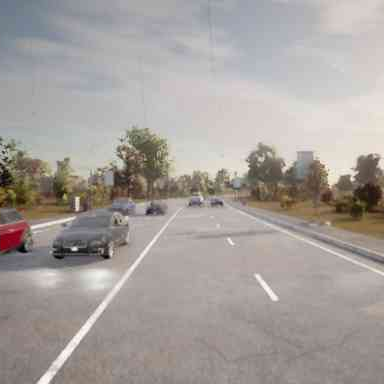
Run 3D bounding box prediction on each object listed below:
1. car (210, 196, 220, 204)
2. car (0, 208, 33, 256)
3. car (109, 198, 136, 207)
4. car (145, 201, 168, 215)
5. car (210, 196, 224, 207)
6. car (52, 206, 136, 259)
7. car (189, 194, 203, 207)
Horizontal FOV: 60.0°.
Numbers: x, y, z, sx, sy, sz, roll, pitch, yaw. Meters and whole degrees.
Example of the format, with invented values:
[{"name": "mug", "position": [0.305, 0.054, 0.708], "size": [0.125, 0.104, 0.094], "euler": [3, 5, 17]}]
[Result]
[{"name": "car", "position": [4.397, 1.509, 62.754], "size": [1.812, 1.442, 4.674], "euler": [0, 0, 3]}, {"name": "car", "position": [-7.091, 1.351, 10.708], "size": [2.097, 1.767, 4.553], "euler": [0, 0, 0]}, {"name": "car", "position": [-6.953, 1.375, 33.189], "size": [2.097, 1.767, 4.553], "euler": [0, 0, 1]}, {"name": "car", "position": [-3.454, 1.624, 33.099], "size": [1.895, 1.301, 4.718], "euler": [0, 0, 1]}, {"name": "car", "position": [3.946, 1.587, 52.549], "size": [1.895, 1.301, 4.718], "euler": [0, 0, 2]}, {"name": "car", "position": [-3.586, 1.504, 12.600], "size": [1.837, 1.490, 4.892], "euler": [0, 0, 0]}, {"name": "car", "position": [0.446, 1.535, 52.609], "size": [2.033, 1.411, 5.357], "euler": [0, 0, 2]}]
